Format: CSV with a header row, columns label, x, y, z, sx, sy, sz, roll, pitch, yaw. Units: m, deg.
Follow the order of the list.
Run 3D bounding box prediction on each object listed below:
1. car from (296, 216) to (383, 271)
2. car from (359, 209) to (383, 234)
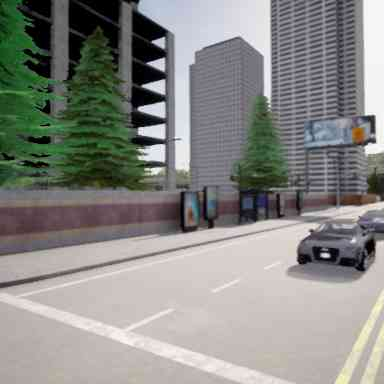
label,x,y,z,sx,sy,sz,roll,pitch,yaw
car,5.179,1.735,11.646,1.994,1.385,4.181,-1,-1,36
car,11.001,1.778,19.681,1.812,1.442,4.674,-1,-1,36
